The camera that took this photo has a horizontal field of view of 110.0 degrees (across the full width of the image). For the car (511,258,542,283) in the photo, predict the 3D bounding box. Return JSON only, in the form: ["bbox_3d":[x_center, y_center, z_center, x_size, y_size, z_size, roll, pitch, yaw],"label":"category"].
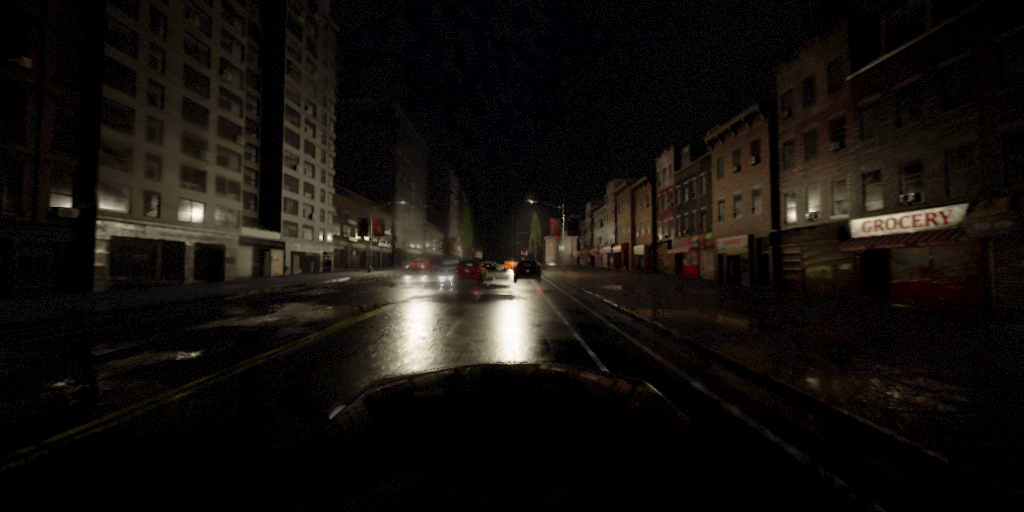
[{"bbox_3d":[1.139,1.087,27.810,2.097,1.767,4.553,0,0,0],"label":"car"}]

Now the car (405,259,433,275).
[{"bbox_3d":[-9.831,1.074,38.291,2.097,1.767,4.553,0,0,0],"label":"car"}]

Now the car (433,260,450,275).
[{"bbox_3d":[-6.582,1.213,38.411,2.128,1.511,4.902,0,0,0],"label":"car"}]

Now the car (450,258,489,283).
[{"bbox_3d":[-3.148,1.089,27.457,2.097,1.767,4.553,0,0,0],"label":"car"}]

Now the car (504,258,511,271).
[{"bbox_3d":[0.022,1.054,48.485,2.097,1.767,4.553,0,0,0],"label":"car"}]

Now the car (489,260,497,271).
[{"bbox_3d":[-3.146,1.266,48.791,1.994,1.385,4.181,0,0,0],"label":"car"}]
